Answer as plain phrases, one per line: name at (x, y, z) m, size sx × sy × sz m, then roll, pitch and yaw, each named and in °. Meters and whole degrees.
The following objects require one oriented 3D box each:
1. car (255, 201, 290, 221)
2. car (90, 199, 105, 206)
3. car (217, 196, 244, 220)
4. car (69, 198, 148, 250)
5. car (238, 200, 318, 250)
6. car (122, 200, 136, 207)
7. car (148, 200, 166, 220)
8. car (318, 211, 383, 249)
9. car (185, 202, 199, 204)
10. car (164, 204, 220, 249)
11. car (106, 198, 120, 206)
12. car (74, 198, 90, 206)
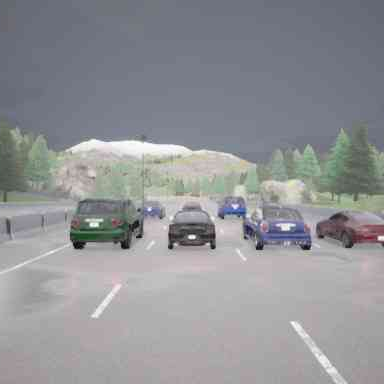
car at (7.000, 1.606, 29.560) m, size 1.882 × 1.535 × 5.008 m, roll 0°, pitch -1°, yaw 0°
car at (-21.000, 2.414, 73.997) m, size 1.882 × 1.535 × 5.008 m, roll 0°, pitch -2°, yaw 0°
car at (3.500, 1.379, 29.589) m, size 2.150 × 2.045 × 5.566 m, roll 0°, pitch -1°, yaw 0°
car at (-3.500, 1.271, 14.575) m, size 2.150 × 2.045 × 5.566 m, roll 0°, pitch 0°, yaw 0°
car at (3.500, 1.379, 14.516) m, size 2.097 × 1.767 × 4.553 m, roll 0°, pitch 0°, yaw 0°
car at (-14.000, 2.476, 73.996) m, size 2.033 × 1.411 × 5.357 m, roll 0°, pitch -2°, yaw 0°
car at (-3.500, 1.487, 29.531) m, size 2.097 × 1.767 × 4.553 m, roll 0°, pitch -1°, yaw 0°
car at (7.000, 1.546, 14.546) m, size 1.812 × 1.442 × 4.674 m, roll 0°, pitch 0°, yaw 0°
car at (0.000, 1.637, 29.559) m, size 1.837 × 1.490 × 4.892 m, roll 0°, pitch -1°, yaw 0°
car at (0.000, 1.497, 14.546) m, size 1.882 × 1.535 × 5.008 m, roll 0°, pitch 0°, yaw 0°
car at (-17.500, 2.292, 74.030) m, size 2.097 × 1.767 × 4.553 m, roll 0°, pitch -2°, yaw 0°
car at (-24.500, 2.292, 74.030) m, size 2.097 × 1.767 × 4.553 m, roll 0°, pitch -2°, yaw 0°
